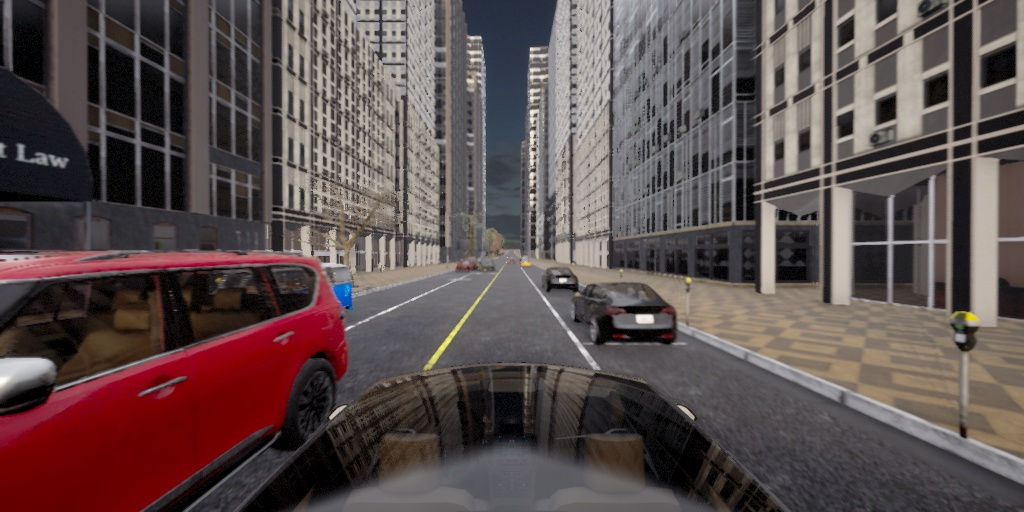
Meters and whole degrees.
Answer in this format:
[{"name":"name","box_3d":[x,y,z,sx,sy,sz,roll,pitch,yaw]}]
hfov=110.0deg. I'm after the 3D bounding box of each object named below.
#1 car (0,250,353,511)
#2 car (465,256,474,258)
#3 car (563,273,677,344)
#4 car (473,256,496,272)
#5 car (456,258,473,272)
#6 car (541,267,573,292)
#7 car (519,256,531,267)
[{"name":"car","box_3d":[-3.103,0.971,2.234,2.150,2.045,5.566,0,0,0]},{"name":"car","box_3d":[-5.710,0.978,49.210,2.192,1.841,5.009,0,0,0]},{"name":"car","box_3d":[2.686,1.306,9.321,1.948,1.339,4.313,0,0,0]},{"name":"car","box_3d":[-3.100,1.028,43.579,2.097,1.767,4.553,0,0,0]},{"name":"car","box_3d":[-5.708,1.222,43.511,1.888,1.381,4.507,0,0,0]},{"name":"car","box_3d":[2.682,1.287,20.717,1.948,1.339,4.313,0,0,0]},{"name":"car","box_3d":[2.326,1.089,61.026,1.801,1.575,5.366,0,0,0]}]
